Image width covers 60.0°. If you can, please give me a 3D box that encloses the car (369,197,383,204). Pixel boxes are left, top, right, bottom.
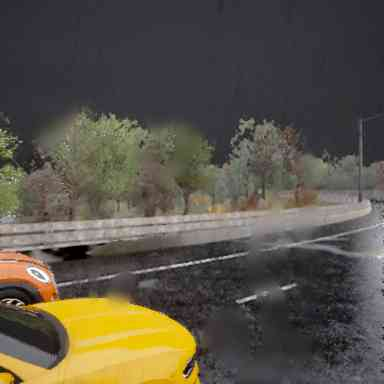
[{"bbox_3d":[37.254,1.647,66.766,1.895,1.301,4.718,0,0,12],"label":"car"}]

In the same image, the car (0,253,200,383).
[{"bbox_3d":[-2.224,1.476,2.321,5.008,1.535,1.882,0,0,-35],"label":"car"}]

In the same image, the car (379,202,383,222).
[{"bbox_3d":[14.157,1.544,22.011,1.882,1.535,5.008,0,0,42],"label":"car"}]

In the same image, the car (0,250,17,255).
[{"bbox_3d":[-4.497,1.350,5.014,4.553,1.767,2.097,0,0,-35],"label":"car"}]
